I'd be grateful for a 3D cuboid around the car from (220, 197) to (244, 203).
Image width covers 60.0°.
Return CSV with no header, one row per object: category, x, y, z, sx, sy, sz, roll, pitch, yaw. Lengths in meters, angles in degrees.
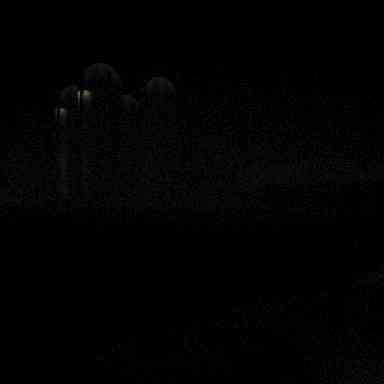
car,6.593,1.552,54.170,2.097,1.767,4.553,0,0,-36
